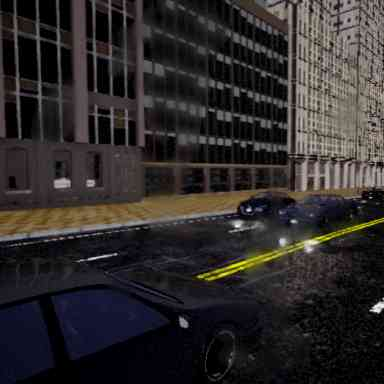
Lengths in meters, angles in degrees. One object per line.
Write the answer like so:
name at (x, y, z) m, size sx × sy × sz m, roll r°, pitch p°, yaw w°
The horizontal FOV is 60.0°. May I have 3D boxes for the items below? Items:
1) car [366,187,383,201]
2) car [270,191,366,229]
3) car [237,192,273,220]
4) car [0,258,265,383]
car at (18.602, 0.125, 33.311) m, size 1.895 × 1.301 × 4.718 m, roll 3°, pitch 4°, yaw 44°
car at (6.168, 0.794, 15.889) m, size 2.033 × 1.411 × 5.357 m, roll 2°, pitch 3°, yaw 44°
car at (4.342, 0.687, 18.660) m, size 1.994 × 1.385 × 4.181 m, roll 3°, pitch 4°, yaw 44°
car at (-1.455, 1.415, 3.092) m, size 2.033 × 1.411 × 5.357 m, roll 4°, pitch 3°, yaw 44°
